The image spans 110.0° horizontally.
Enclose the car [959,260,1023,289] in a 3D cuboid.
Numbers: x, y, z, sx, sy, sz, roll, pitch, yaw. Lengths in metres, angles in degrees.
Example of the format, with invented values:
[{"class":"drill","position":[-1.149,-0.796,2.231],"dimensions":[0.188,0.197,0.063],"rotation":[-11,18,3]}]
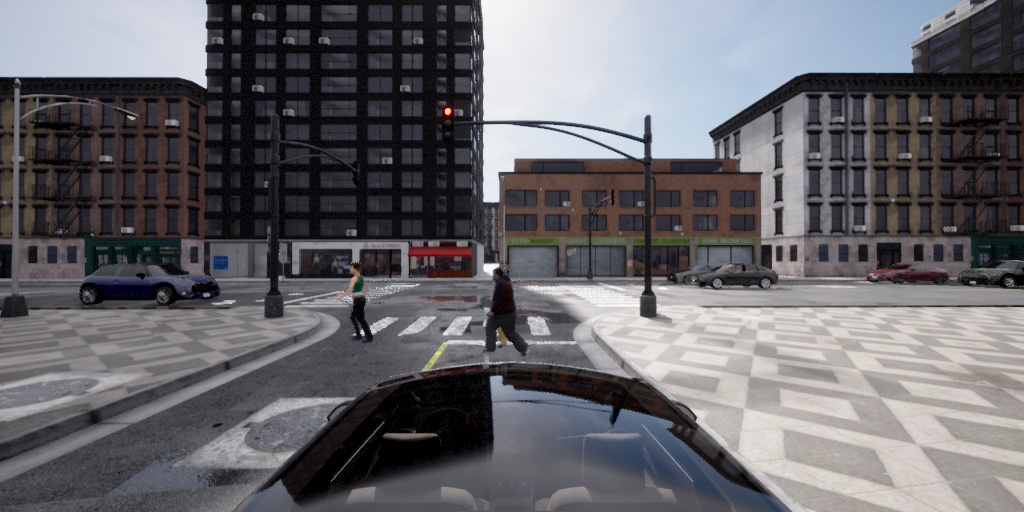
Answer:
[{"class":"car","position":[30.692,1.048,22.129],"dimensions":[4.553,1.767,2.097],"rotation":[0,0,0]}]

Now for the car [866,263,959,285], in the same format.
[{"class":"car","position":[27.962,1.252,25.361],"dimensions":[4.674,1.442,1.812],"rotation":[0,0,0]}]

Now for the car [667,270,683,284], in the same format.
[{"class":"car","position":[13.266,1.320,25.330],"dimensions":[4.181,1.385,1.994],"rotation":[0,0,0]}]

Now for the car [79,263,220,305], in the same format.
[{"class":"car","position":[-15.219,1.087,15.271],"dimensions":[4.553,1.767,2.097],"rotation":[0,0,1]}]

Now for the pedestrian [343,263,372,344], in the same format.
[{"class":"pedestrian","position":[-3.540,1.043,8.237],"dimensions":[0.375,1.860,0.375],"rotation":[0,0,0]}]

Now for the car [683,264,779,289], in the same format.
[{"class":"car","position":[13.595,1.234,22.080],"dimensions":[4.892,1.490,1.837],"rotation":[0,0,0]}]

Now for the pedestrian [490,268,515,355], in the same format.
[{"class":"pedestrian","position":[-0.178,1.044,7.042],"dimensions":[0.375,1.860,0.375],"rotation":[0,0,0]}]

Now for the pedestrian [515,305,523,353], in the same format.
[{"class":"pedestrian","position":[-0.016,1.324,7.714],"dimensions":[0.375,1.300,0.375],"rotation":[0,0,0]}]
